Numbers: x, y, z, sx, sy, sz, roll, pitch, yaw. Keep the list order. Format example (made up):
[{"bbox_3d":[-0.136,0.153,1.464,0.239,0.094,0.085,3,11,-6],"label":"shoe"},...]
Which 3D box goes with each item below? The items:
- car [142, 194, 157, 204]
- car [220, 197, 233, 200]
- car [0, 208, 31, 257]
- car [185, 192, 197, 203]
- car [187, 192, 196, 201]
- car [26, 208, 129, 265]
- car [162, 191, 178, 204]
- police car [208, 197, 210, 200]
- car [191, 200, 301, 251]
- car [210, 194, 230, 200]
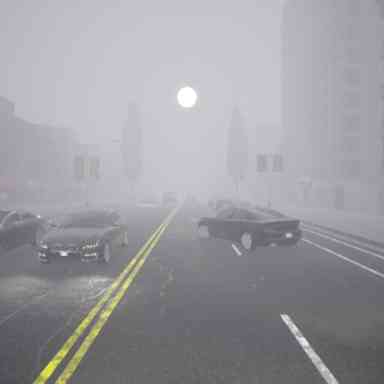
[{"bbox_3d":[-6.686,1.101,52.489,2.128,1.511,4.902,0,0,0],"label":"car"},{"bbox_3d":[3.204,1.273,22.642,1.994,1.385,4.181,0,1,0],"label":"car"},{"bbox_3d":[-6.622,1.337,11.165,2.128,1.511,4.902,0,1,0],"label":"car"},{"bbox_3d":[-0.112,1.167,55.449,2.033,1.411,5.357,0,0,0],"label":"car"},{"bbox_3d":[-0.159,0.956,77.820,2.150,2.045,5.566,0,-1,0],"label":"car"},{"bbox_3d":[-3.371,1.351,11.169,1.837,1.490,4.892,0,1,0],"label":"car"},{"bbox_3d":[-3.441,0.827,51.875,2.150,2.045,5.566,0,0,0],"label":"car"},{"bbox_3d":[3.158,1.104,44.649,2.038,1.542,4.974,0,0,0],"label":"police car"},{"bbox_3d":[2.067,1.294,13.402,1.882,1.535,5.008,-1,1,-29],"label":"car"},{"bbox_3d":[3.181,1.106,33.645,1.882,1.535,5.008,0,0,0],"label":"car"}]
